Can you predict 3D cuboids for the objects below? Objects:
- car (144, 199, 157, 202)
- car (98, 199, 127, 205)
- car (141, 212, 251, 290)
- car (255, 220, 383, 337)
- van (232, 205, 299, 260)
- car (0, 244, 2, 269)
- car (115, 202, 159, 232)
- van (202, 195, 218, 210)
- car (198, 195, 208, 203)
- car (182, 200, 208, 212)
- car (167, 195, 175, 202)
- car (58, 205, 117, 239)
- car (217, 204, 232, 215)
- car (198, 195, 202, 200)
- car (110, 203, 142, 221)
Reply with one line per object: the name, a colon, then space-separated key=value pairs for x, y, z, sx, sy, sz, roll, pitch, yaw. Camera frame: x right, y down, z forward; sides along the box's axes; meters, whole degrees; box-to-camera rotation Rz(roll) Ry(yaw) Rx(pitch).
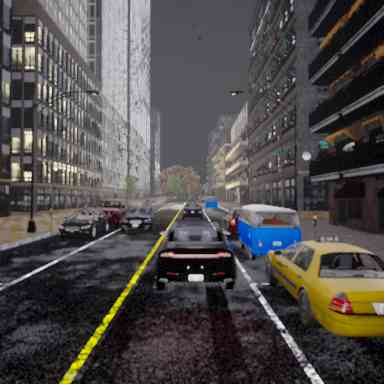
car: x=-5.735 y=1.668 z=46.234 sx=1.967 sy=1.590 sz=4.097 roll=1 pitch=0 yaw=0
car: x=-5.704 y=1.432 z=23.605 sx=2.192 sy=1.841 sz=5.009 roll=1 pitch=0 yaw=0
car: x=0.086 y=1.538 z=9.201 sx=2.128 sy=1.511 sz=4.902 roll=0 pitch=0 yaw=0
car: x=2.694 y=1.559 z=6.820 sx=1.752 sy=1.417 sz=4.829 roll=1 pitch=0 yaw=0
van: x=2.689 y=1.402 z=12.308 sx=1.690 sy=1.788 sz=3.998 roll=1 pitch=0 yaw=0
car: x=-5.687 y=1.578 z=6.633 sx=1.887 sy=1.381 sz=4.507 roll=1 pitch=0 yaw=0
car: x=-3.124 y=1.594 z=20.808 sx=2.128 sy=1.511 sz=4.902 roll=0 pitch=0 yaw=0
van: x=2.647 y=1.569 z=46.252 sx=1.690 sy=1.788 sz=3.998 roll=1 pitch=0 yaw=0
car: x=2.605 y=1.711 z=80.196 sx=2.192 sy=1.841 sz=5.009 roll=1 pitch=0 yaw=0
car: x=0.061 y=1.692 z=29.362 sx=2.033 sy=1.411 sz=5.357 roll=0 pitch=0 yaw=0
car: x=-5.797 y=1.768 z=91.492 sx=2.192 sy=1.841 sz=5.009 roll=1 pitch=0 yaw=0
car: x=-5.701 y=1.639 z=17.947 sx=2.008 sy=1.369 sz=4.403 roll=1 pitch=0 yaw=0
car: x=2.681 y=1.529 z=17.965 sx=1.967 sy=1.590 sz=4.097 roll=1 pitch=0 yaw=0
car: x=2.616 y=1.890 z=68.879 sx=2.008 sy=1.369 sz=4.403 roll=1 pitch=0 yaw=0
car: x=-5.715 y=1.710 z=29.261 sx=1.947 sy=1.339 sz=4.313 roll=1 pitch=0 yaw=0
